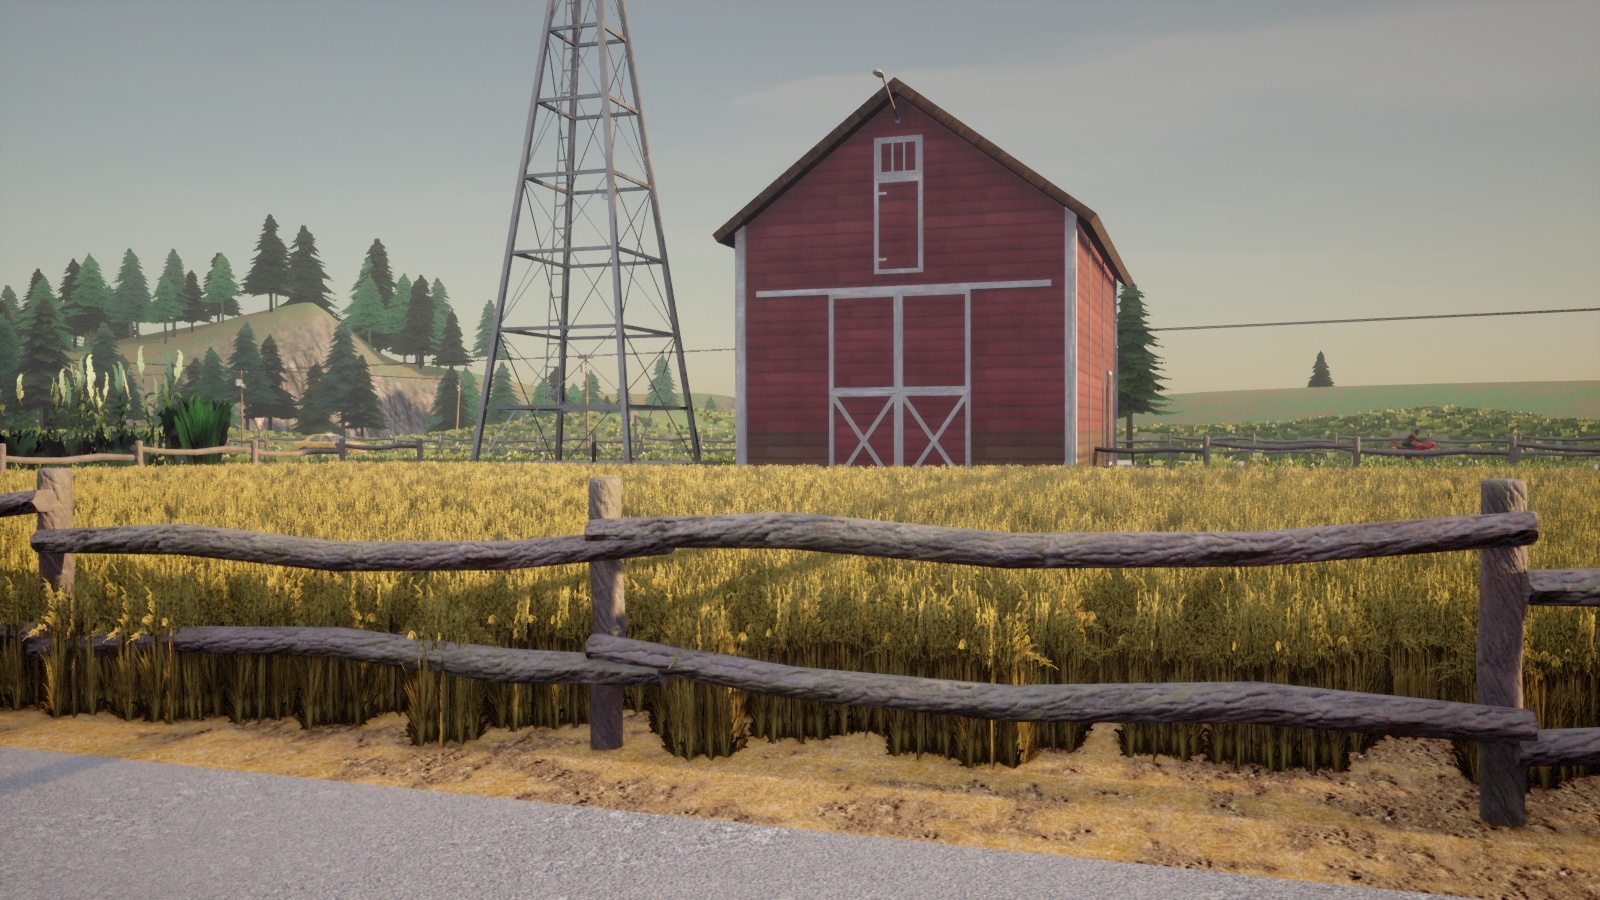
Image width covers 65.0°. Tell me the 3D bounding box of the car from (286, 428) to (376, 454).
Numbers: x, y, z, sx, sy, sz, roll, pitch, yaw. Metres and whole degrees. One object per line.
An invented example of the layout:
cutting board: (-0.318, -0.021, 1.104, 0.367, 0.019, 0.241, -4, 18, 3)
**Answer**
car: (-28.457, -0.560, 76.151, 5.366, 1.575, 1.801, 1, 1, 24)

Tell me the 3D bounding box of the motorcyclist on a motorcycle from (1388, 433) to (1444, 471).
motorcyclist on a motorcycle: (25.428, 0.073, 51.905, 2.044, 1.523, 0.797, 1, 1, 24)
